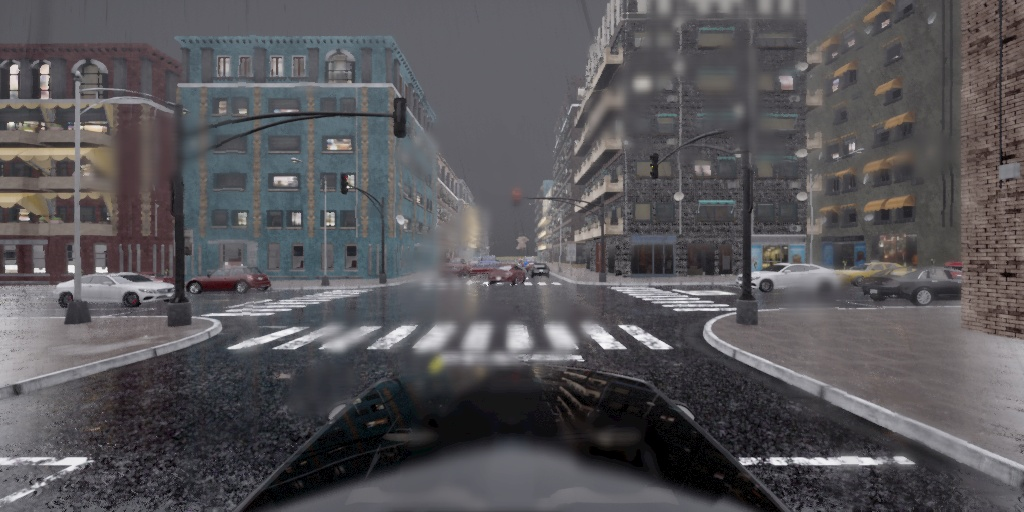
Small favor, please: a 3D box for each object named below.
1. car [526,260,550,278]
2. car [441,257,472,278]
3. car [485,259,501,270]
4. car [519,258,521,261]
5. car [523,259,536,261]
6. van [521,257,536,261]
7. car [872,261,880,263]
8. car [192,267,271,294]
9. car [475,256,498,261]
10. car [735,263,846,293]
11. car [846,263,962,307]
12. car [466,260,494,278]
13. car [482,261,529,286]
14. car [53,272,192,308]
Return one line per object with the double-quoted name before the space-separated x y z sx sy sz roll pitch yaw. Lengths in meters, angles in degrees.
"car" 2.571 1.311 33.544 1.948 1.339 4.313 0 0 0
"car" -5.310 1.060 33.545 2.192 1.841 5.009 0 0 0
"car" -2.829 1.226 53.890 2.128 1.511 4.902 0 0 0
"car" 2.575 1.171 61.304 1.967 1.591 4.097 0 0 0
"car" 2.573 1.323 44.648 1.802 1.307 4.207 0 0 0
"van" 2.574 1.078 50.201 1.690 1.789 3.998 0 0 0
"car" 21.137 1.000 21.088 4.829 1.417 1.751 0 0 0
"car" -16.902 1.388 21.395 4.097 1.591 1.967 0 0 0
"car" -2.844 0.963 43.763 2.150 2.045 5.566 0 0 0
"car" 14.266 1.083 18.676 4.674 1.442 1.812 -1 0 2
"car" 15.604 1.082 13.250 4.403 1.370 2.007 0 0 0
"car" -2.844 1.347 33.338 1.895 1.301 4.718 0 0 0
"car" -0.310 1.275 25.317 1.812 1.442 4.674 1 0 14
"car" -17.497 1.472 15.968 4.674 1.442 1.812 0 0 2
